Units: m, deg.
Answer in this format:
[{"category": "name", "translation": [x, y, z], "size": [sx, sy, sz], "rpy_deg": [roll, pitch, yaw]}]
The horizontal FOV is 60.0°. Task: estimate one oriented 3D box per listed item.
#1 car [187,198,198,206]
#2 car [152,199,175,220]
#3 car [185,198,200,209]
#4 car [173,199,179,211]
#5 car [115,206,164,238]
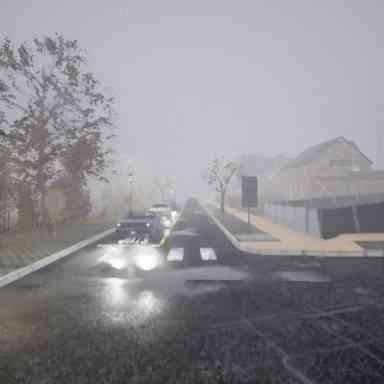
[{"category": "car", "translation": [0.095, 1.924, 63.638], "size": [1.895, 1.301, 4.718], "rpy_deg": [0, 0, 0]}, {"category": "car", "translation": [-2.857, 1.669, 30.341], "size": [1.812, 1.442, 4.674], "rpy_deg": [0, 0, 0]}, {"category": "car", "translation": [0.091, 1.597, 49.585], "size": [2.097, 1.767, 4.553], "rpy_deg": [0, 0, 1]}, {"category": "car", "translation": [-2.829, 1.709, 44.588], "size": [2.128, 1.511, 4.902], "rpy_deg": [0, 0, 0]}, {"category": "car", "translation": [-2.850, 1.685, 18.329], "size": [1.895, 1.301, 4.718], "rpy_deg": [0, 0, 0]}]
